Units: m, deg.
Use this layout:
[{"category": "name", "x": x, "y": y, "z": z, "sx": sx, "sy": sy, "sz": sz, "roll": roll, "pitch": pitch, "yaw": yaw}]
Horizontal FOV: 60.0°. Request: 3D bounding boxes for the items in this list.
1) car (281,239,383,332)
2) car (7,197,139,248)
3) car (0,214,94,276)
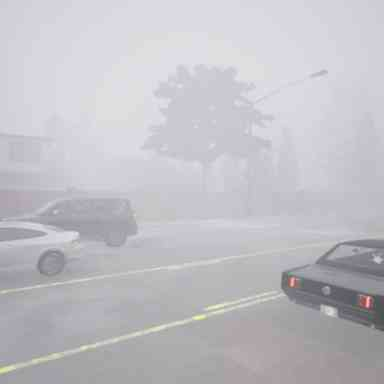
[{"category": "car", "x": 3.999, "y": 1.618, "z": 6.597, "sx": 4.718, "sy": 1.301, "sz": 1.895, "roll": 0, "pitch": 0, "yaw": -36}, {"category": "car", "x": -4.894, "y": 1.231, "z": 13.398, "sx": 5.566, "sy": 2.045, "sz": 2.150, "roll": 0, "pitch": 0, "yaw": -35}, {"category": "car", "x": -5.276, "y": 1.527, "z": 8.826, "sx": 4.674, "sy": 1.442, "sz": 1.812, "roll": 0, "pitch": 0, "yaw": -35}]
